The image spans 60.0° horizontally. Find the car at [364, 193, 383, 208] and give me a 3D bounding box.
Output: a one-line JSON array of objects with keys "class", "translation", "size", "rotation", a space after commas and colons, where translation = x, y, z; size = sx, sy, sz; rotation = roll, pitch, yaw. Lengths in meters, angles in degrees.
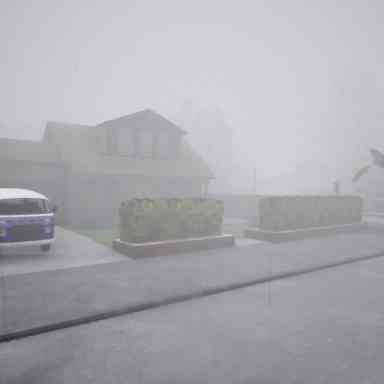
[{"class": "car", "translation": [23.109, 1.000, 40.282], "size": [3.866, 1.878, 1.905], "rotation": [0, 0, 0]}]
